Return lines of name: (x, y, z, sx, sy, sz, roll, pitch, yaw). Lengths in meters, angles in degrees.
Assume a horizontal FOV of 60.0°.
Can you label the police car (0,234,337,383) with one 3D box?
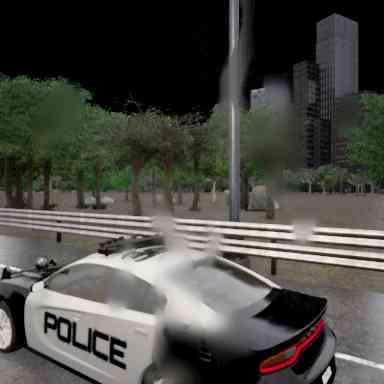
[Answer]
police car: (-0.892, 1.426, 4.505, 5.238, 1.638, 1.930, 0, 0, 36)
